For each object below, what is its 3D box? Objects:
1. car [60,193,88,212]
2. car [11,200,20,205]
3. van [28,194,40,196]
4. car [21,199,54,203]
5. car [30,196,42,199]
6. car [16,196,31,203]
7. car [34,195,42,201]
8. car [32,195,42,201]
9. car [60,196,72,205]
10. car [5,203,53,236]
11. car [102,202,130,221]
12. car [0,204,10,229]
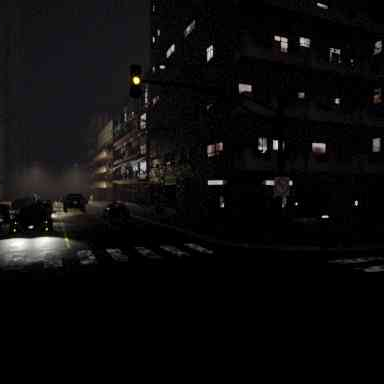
[{"bbox_3d":[-13.540,1.199,38.058,2.150,2.045,5.566,0,0,-23],"label":"car"},{"bbox_3d":[-14.037,1.552,24.211,1.947,1.339,4.313,-1,0,-23],"label":"car"},{"bbox_3d":[-29.316,1.308,60.725,1.690,1.788,3.998,-1,0,-23],"label":"van"},{"bbox_3d":[-12.313,1.531,26.931,2.033,1.411,5.357,0,0,-22],"label":"car"},{"bbox_3d":[-16.168,1.470,36.310,2.128,1.511,4.902,0,0,-23],"label":"car"},{"bbox_3d":[-20.583,1.522,39.860,1.887,1.381,4.507,-1,0,-23],"label":"car"},{"bbox_3d":[-40.224,1.537,86.809,1.802,1.307,4.206,-1,0,-23],"label":"car"},{"bbox_3d":[-38.042,1.508,81.592,2.008,1.369,4.403,-1,0,-23],"label":"car"},{"bbox_3d":[-22.423,1.492,59.294,1.812,1.442,4.674,0,0,-23],"label":"car"},{"bbox_3d":[-8.722,1.552,18.272,1.994,1.385,4.181,0,0,-23],"label":"car"},{"bbox_3d":[-6.306,1.534,27.445,2.008,1.369,4.403,-1,0,-23],"label":"car"},{"bbox_3d":[-11.789,1.514,18.837,1.752,1.417,4.829,-1,0,-23],"label":"car"}]
